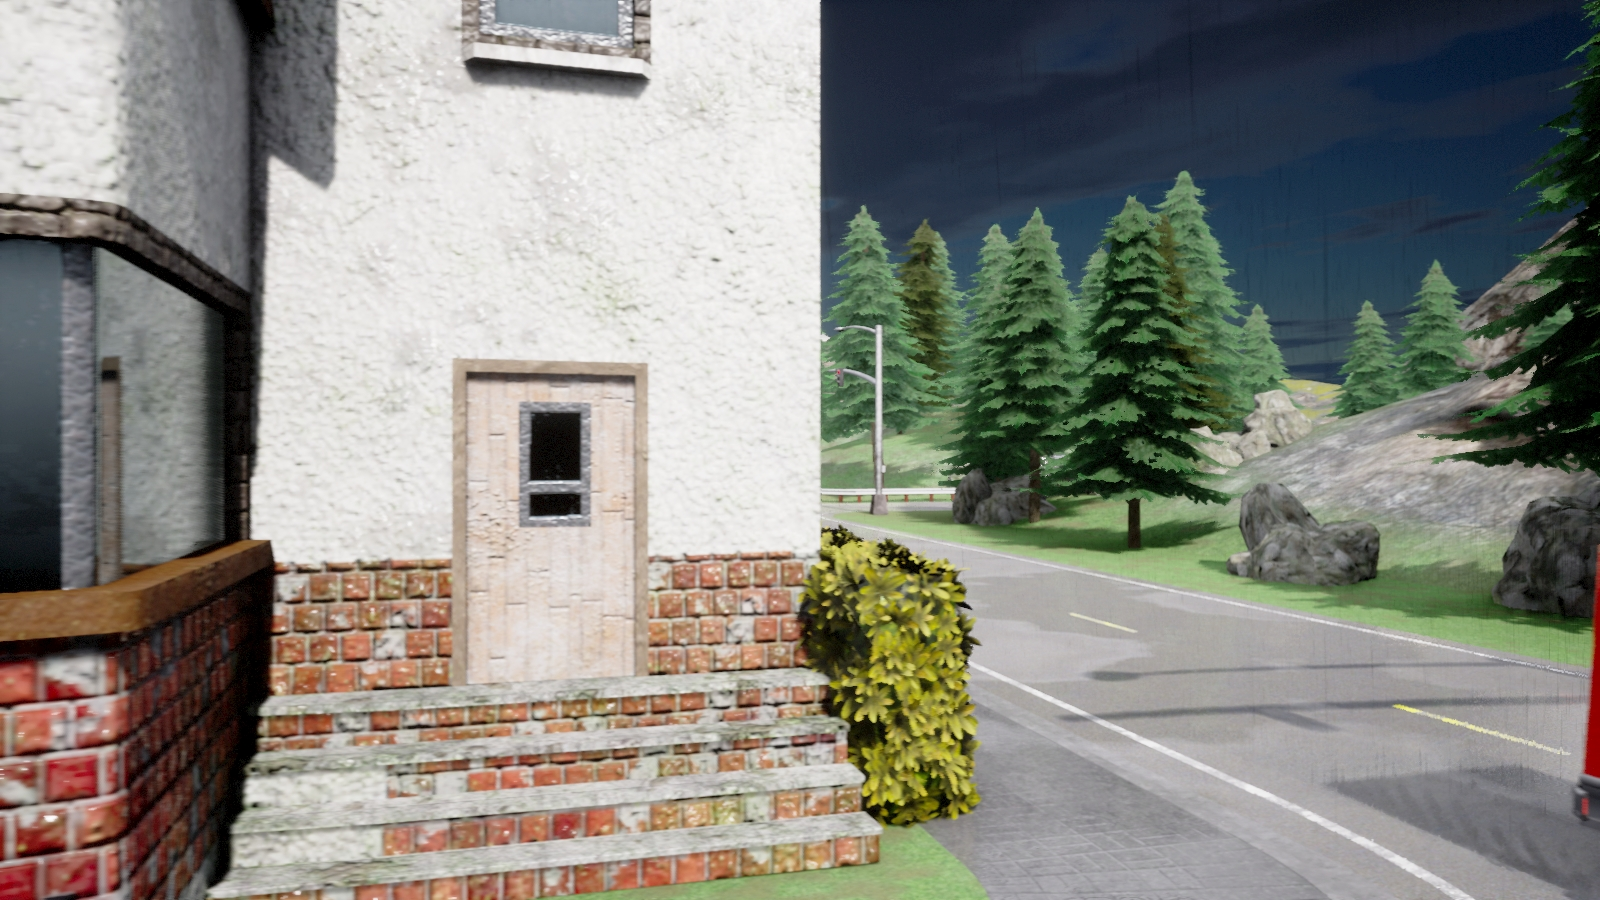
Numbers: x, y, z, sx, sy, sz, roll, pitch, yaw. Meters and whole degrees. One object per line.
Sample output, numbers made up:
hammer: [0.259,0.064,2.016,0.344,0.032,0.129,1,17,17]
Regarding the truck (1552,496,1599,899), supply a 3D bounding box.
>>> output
truck: [6.700,1.540,5.053,2.627,2.467,5.204,0,0,-15]
